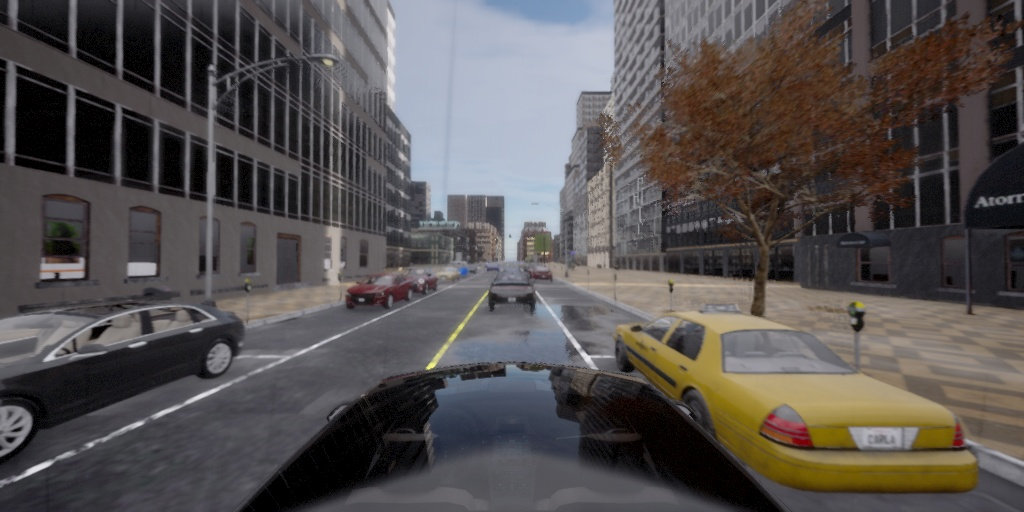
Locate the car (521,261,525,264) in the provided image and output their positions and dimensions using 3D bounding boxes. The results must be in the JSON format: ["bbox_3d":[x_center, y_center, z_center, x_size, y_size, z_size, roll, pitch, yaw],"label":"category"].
[{"bbox_3d":[2.672,1.860,54.588,1.948,1.339,4.313,0,0,0],"label":"car"}]

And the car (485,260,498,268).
[{"bbox_3d":[-3.049,1.803,57.669,1.882,1.535,5.008,0,-1,1],"label":"car"}]

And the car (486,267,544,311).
[{"bbox_3d":[0.014,1.383,15.351,2.128,1.511,4.902,0,0,0],"label":"car"}]

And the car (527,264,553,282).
[{"bbox_3d":[2.680,1.611,32.432,1.888,1.381,4.507,0,0,0],"label":"car"}]

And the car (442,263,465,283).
[{"bbox_3d":[-5.700,1.591,32.259,1.751,1.417,4.829,0,0,0],"label":"car"}]

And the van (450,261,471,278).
[{"bbox_3d":[-5.702,1.464,37.968,1.690,1.789,3.998,0,0,0],"label":"van"}]

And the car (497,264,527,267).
[{"bbox_3d":[0.012,1.609,30.359,1.994,1.385,4.181,0,0,0],"label":"car"}]

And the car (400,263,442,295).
[{"bbox_3d":[-5.697,1.392,21.351,1.967,1.591,4.097,0,0,0],"label":"car"}]

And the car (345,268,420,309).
[{"bbox_3d":[-5.695,1.440,15.812,1.888,1.381,4.507,0,0,0],"label":"car"}]

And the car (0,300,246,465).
[{"bbox_3d":[-5.691,1.332,4.734,2.007,1.370,4.403,0,0,0],"label":"car"}]

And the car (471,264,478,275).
[{"bbox_3d":[-5.706,1.803,49.046,1.948,1.339,4.313,0,0,0],"label":"car"}]

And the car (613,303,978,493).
[{"bbox_3d":[2.690,1.307,4.907,1.751,1.417,4.829,0,0,0],"label":"car"}]
